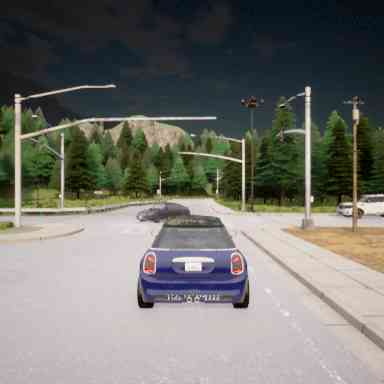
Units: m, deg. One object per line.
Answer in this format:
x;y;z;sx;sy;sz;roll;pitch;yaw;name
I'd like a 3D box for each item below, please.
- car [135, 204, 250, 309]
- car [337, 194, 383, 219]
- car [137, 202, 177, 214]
0.042;1.348;8.050;2.097;1.767;4.553;0;0;0;car
15.534;1.242;28.654;5.566;2.045;2.150;-1;0;1;car
-2.116;1.533;25.188;1.812;1.442;4.674;-1;-1;41;car
